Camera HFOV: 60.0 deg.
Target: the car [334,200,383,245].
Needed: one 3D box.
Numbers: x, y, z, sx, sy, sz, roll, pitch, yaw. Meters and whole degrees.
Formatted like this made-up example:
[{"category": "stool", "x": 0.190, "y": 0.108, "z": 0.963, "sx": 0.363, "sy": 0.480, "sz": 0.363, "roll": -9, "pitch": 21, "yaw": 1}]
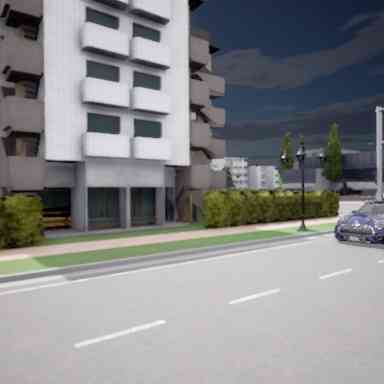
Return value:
[{"category": "car", "x": 8.013, "y": 1.160, "z": 13.965, "sx": 4.553, "sy": 1.767, "sz": 2.097, "roll": -1, "pitch": 1, "yaw": -35}]
